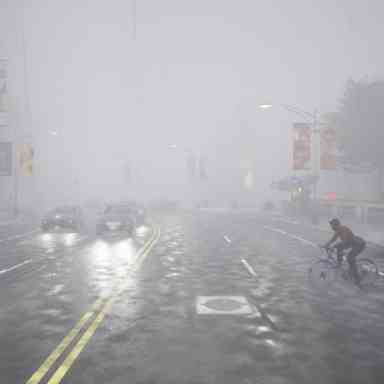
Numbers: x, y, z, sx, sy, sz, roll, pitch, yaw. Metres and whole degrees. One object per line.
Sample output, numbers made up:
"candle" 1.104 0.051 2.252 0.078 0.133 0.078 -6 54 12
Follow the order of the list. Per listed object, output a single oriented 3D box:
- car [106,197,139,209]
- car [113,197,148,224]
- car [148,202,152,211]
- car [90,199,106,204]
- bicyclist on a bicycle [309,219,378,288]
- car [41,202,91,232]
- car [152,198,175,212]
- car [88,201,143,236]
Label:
"car" -9.807 1.491 46.661 2.128 1.511 4.902 0 0 -45
"car" -4.701 1.393 24.432 2.097 1.767 4.553 0 0 -14
"car" -6.617 1.526 37.192 1.812 1.442 4.674 0 0 -32
"car" -12.773 1.601 44.732 4.718 1.301 1.895 0 0 44
"bicyclist on a bicycle" 3.528 1.453 7.781 1.656 1.620 0.582 -2 0 -1
"car" -7.839 1.548 20.737 2.033 1.411 5.357 0 0 -11
"car" -3.653 1.504 38.857 1.837 1.490 4.892 0 0 -31
"car" -4.106 1.493 18.639 2.128 1.511 4.902 0 0 -6
